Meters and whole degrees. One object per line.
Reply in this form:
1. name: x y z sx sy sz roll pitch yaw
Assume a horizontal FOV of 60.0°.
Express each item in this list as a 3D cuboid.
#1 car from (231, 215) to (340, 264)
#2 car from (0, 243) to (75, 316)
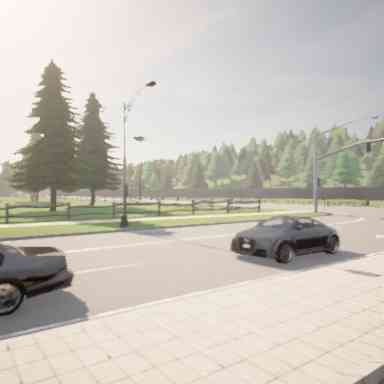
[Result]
1. car: 3.386 1.547 11.839 4.181 1.385 1.994 0 0 -35
2. car: -4.989 1.550 5.944 5.357 1.411 2.033 0 0 -35
